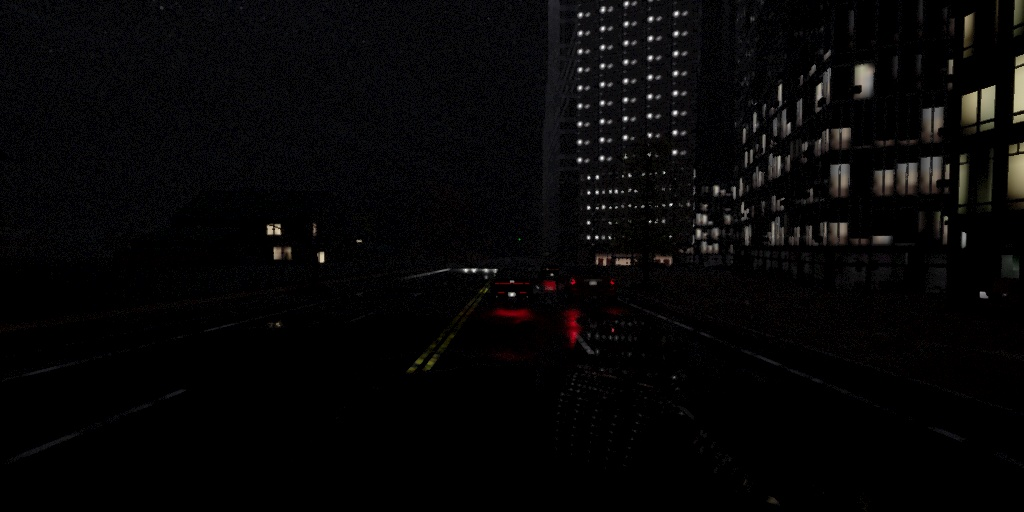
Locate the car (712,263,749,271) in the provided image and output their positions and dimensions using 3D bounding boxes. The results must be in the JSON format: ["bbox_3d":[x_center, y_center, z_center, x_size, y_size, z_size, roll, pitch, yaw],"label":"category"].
[{"bbox_3d":[33.662,1.730,55.667,4.507,1.381,1.888,0,0,20],"label":"car"}]

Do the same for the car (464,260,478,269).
[{"bbox_3d":[-6.499,1.362,57.462,1.994,1.385,4.181,0,0,0],"label":"car"}]

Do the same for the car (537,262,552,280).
[{"bbox_3d":[3.250,1.260,31.511,1.837,1.490,4.892,0,0,0],"label":"car"}]

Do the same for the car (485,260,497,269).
[{"bbox_3d":[-3.249,1.322,57.462,1.812,1.442,4.674,0,0,0],"label":"car"}]

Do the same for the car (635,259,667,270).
[{"bbox_3d":[23.016,1.411,59.566,5.009,1.841,2.192,0,0,20],"label":"car"}]

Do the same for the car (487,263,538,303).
[{"bbox_3d":[0.000,1.259,16.505,1.837,1.490,4.892,0,0,0],"label":"car"}]

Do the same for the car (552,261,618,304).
[{"bbox_3d":[3.250,1.109,16.475,2.097,1.767,4.553,0,0,0],"label":"car"}]
